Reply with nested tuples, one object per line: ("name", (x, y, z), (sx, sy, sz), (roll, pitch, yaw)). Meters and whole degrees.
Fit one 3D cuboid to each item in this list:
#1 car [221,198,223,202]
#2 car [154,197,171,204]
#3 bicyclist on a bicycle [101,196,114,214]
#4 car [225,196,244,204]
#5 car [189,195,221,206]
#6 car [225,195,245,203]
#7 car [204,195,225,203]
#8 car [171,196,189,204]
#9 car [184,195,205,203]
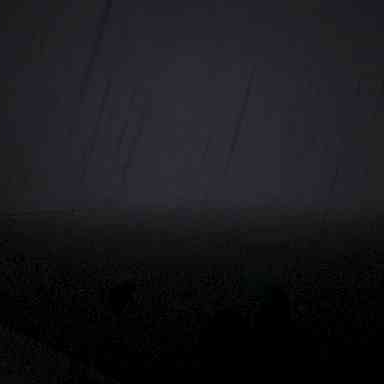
("car", (3.156, 1.478, 61.124), (1.882, 1.535, 5.008), (0, 0, 35))
("car", (-5.036, 1.564, 61.624), (1.994, 1.385, 4.181), (0, 0, 35))
("bicyclist on a bicycle", (-7.978, 1.156, 31.704), (1.656, 1.620, 0.582), (33, 17, 27))
("car", (8.057, 1.601, 62.204), (1.895, 1.301, 4.718), (0, 0, 35))
("car", (2.089, 1.478, 53.589), (1.882, 1.535, 5.008), (0, 0, 35))
("car", (8.939, 1.490, 69.399), (2.128, 1.511, 4.902), (0, 0, 35))
("car", (4.739, 1.477, 69.501), (1.882, 1.535, 5.008), (0, 0, 35))
("car", (-1.189, 1.478, 61.020), (1.882, 1.535, 5.008), (0, 0, 35))
("car", (0.646, 1.477, 69.755), (1.882, 1.535, 5.008), (0, 0, 35))
